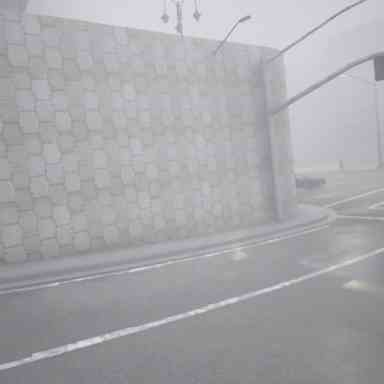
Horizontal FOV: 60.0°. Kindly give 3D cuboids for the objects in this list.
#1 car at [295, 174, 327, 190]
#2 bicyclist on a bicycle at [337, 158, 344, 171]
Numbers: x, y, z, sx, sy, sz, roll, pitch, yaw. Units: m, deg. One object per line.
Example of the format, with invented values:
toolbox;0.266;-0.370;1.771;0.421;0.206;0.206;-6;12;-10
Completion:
car;9.983;-0.945;30.878;1.895;1.301;4.718;-10;6;-35
bicyclist on a bicycle;20.024;-3.707;44.826;1.656;1.620;0.582;-11;6;-35
